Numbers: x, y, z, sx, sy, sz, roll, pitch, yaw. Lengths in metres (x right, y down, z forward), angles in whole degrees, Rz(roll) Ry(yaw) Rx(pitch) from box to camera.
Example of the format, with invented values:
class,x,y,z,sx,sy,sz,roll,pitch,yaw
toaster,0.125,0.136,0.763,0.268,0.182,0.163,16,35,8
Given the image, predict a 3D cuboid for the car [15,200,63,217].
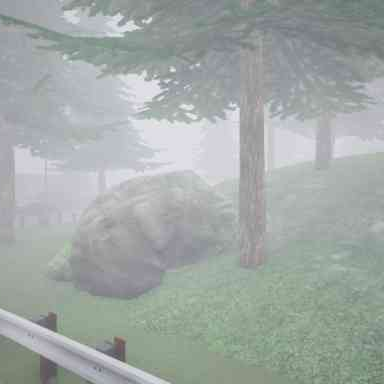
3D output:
class,x,y,z,sx,sy,sz,roll,pitch,yaw
car,-13.278,1.490,27.867,1.837,1.490,4.892,0,0,35
